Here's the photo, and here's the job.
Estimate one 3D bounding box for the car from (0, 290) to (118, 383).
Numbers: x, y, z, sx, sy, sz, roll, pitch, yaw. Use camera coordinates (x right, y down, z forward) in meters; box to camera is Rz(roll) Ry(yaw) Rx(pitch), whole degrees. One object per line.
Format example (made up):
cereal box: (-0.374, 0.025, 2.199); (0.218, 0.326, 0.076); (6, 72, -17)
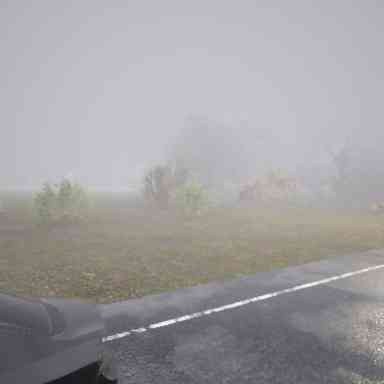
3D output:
car: (-2.895, 1.505, 1.928); (4.892, 1.490, 1.837); (0, 0, -35)
